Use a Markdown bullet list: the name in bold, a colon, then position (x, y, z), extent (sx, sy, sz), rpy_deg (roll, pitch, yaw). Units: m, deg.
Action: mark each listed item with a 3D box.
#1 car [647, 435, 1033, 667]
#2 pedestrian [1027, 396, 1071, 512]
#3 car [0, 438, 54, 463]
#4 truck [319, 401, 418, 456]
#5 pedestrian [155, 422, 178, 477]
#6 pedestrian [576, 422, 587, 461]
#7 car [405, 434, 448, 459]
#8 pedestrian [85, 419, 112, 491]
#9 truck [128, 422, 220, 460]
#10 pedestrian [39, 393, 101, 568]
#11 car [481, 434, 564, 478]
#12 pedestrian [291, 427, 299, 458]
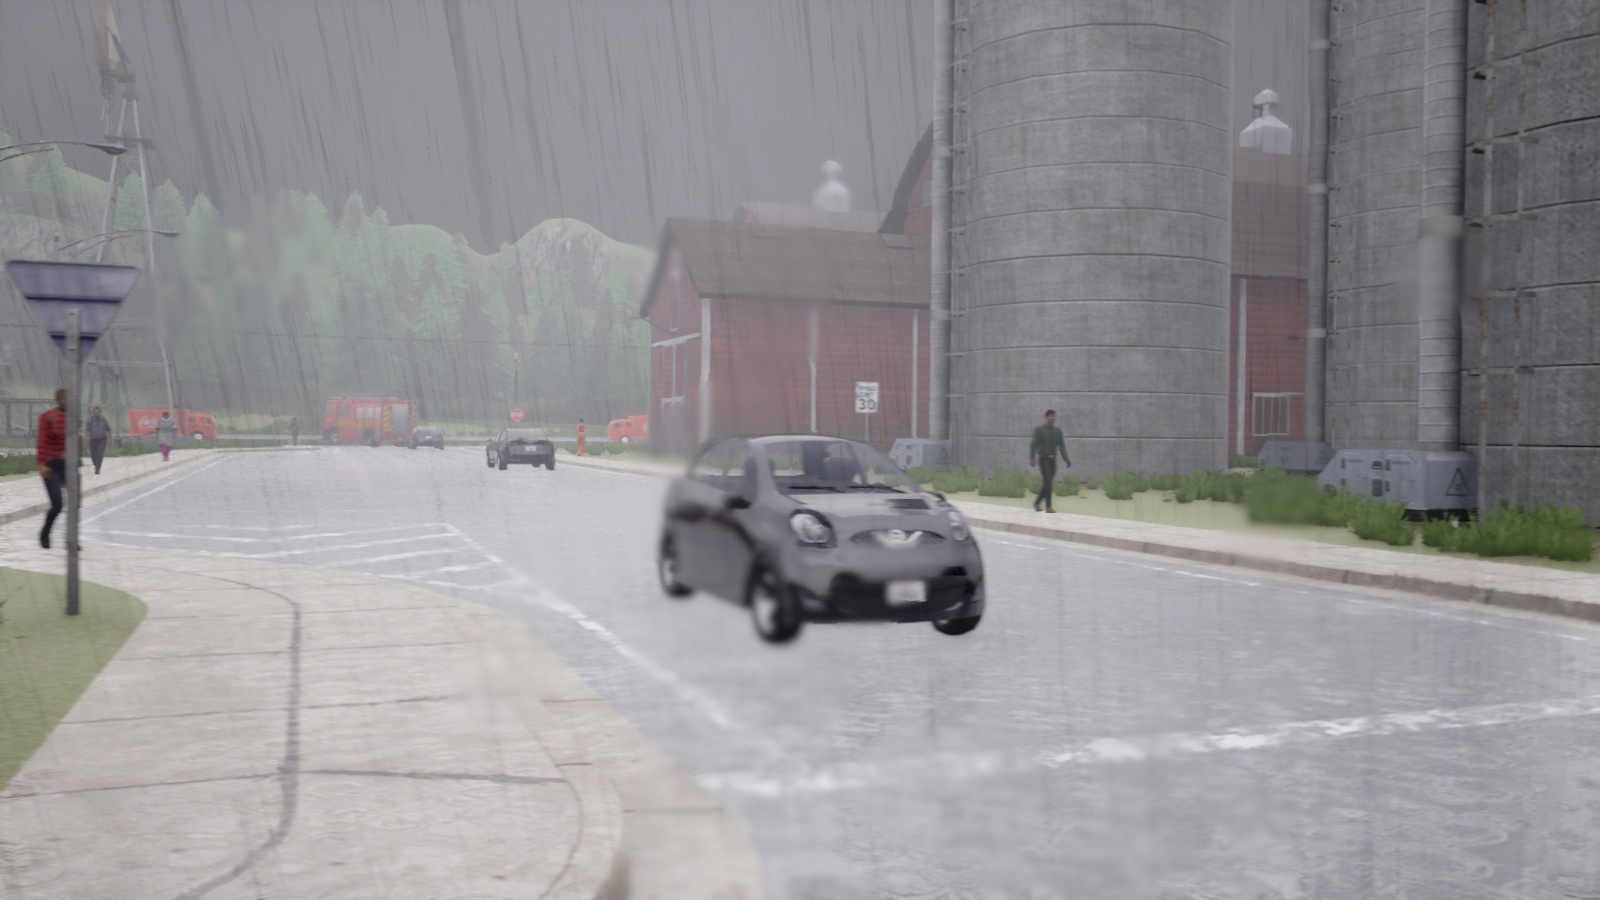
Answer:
- **car**: position (0.121, 0.643, 10.282), extent (1.845, 1.501, 3.633), rpy_deg (-1, 1, -22)
- **pedestrian**: position (4.257, 0.057, 21.528), extent (0.423, 1.949, 0.788), rpy_deg (-1, 1, -15)
- **car**: position (-50.952, 0.035, 80.751), extent (4.792, 1.488, 2.163), rpy_deg (-1, 1, -20)
- **truck**: position (-31.173, -1.504, 90.524), extent (8.468, 3.827, 2.891), rpy_deg (0, 1, 41)
- **pedestrian**: position (-22.795, -0.036, 45.215), extent (0.659, 1.952, 0.873), rpy_deg (-1, 1, -24)
- **pedestrian**: position (-10.333, -0.402, 59.430), extent (0.345, 1.836, 0.594), rpy_deg (-1, 1, -23)
- **car**: position (-24.011, -0.254, 80.616), extent (2.163, 1.488, 4.792), rpy_deg (-1, 1, -22)
- **pedestrian**: position (-18.362, 0.117, 32.881), extent (0.540, 1.848, 0.694), rpy_deg (-1, 1, -24)
- **truck**: position (-41.880, -0.605, 84.157), extent (5.204, 2.467, 2.627), rpy_deg (-1, 1, -20)
- **pedestrian**: position (-7.857, 0.318, 13.515), extent (0.636, 1.846, 0.331), rpy_deg (0, 1, 37)
- **car**: position (-10.143, 0.165, 45.653), extent (2.163, 1.488, 4.792), rpy_deg (-1, 1, -22)
- **pedestrian**: position (-31.641, -0.486, 78.735), extent (0.396, 1.930, 0.692), rpy_deg (-1, 1, -20)
